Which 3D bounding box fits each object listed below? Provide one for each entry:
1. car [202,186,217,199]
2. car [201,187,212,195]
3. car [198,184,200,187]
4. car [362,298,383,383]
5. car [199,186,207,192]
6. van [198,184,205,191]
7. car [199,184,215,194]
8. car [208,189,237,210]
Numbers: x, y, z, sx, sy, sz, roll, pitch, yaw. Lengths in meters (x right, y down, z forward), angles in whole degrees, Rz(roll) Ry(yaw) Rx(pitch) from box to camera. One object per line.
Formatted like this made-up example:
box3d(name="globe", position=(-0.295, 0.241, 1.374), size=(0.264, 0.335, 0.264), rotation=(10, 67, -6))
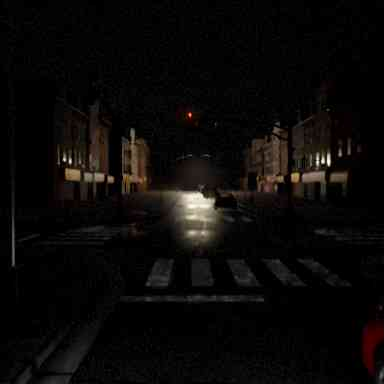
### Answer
box3d(name="car", position=(2.637, 0.225, 43.858), size=(1.887, 1.381, 4.507), rotation=(0, 2, 0))
box3d(name="car", position=(2.634, -0.203, 60.164), size=(1.802, 1.307, 4.206), rotation=(0, 2, 0))
box3d(name="car", position=(2.633, -0.537, 71.034), size=(2.008, 1.369, 4.403), rotation=(0, 2, 0))
box3d(name="car", position=(2.648, 1.275, 1.127), size=(2.192, 1.841, 5.009), rotation=(1, 2, 0))
box3d(name="car", position=(2.631, -0.820, 81.906), size=(1.947, 1.339, 4.313), rotation=(0, 2, 0))
box3d(name="van", position=(2.630, -1.339, 92.771), size=(1.690, 1.788, 3.998), rotation=(0, 2, 0))
box3d(name="car", position=(2.639, -0.161, 49.286), size=(2.192, 1.841, 5.009), rotation=(0, 2, 0))
box3d(name="car", position=(2.640, 0.703, 27.553), size=(1.887, 1.381, 4.507), rotation=(1, 2, 0))
